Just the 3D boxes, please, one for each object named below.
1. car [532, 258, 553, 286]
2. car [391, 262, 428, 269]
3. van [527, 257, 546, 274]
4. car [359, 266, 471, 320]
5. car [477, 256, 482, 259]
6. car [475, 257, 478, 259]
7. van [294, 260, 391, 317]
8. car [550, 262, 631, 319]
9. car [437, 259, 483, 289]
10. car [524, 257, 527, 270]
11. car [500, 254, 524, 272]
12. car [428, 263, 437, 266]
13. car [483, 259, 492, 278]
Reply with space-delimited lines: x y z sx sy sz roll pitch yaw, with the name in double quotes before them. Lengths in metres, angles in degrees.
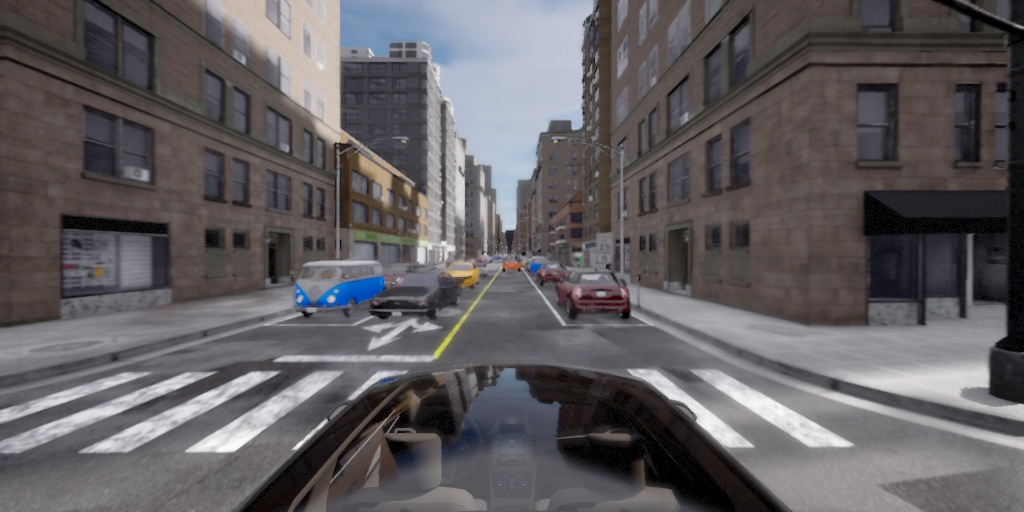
"car" 2.649 1.098 23.957 1.967 1.591 4.097 0 0 0
"car" -5.872 1.124 18.277 1.967 1.591 4.097 0 0 0
"van" 2.637 0.952 35.296 1.690 1.789 3.998 0 0 0
"car" -3.082 1.253 12.805 2.033 1.411 5.357 0 0 4
"car" -5.905 1.082 52.286 1.888 1.381 4.507 0 0 0
"car" -5.899 1.129 46.618 1.948 1.339 4.313 0 0 0
"van" -5.866 1.048 12.608 1.690 1.789 3.998 0 0 0
"car" 2.660 1.145 12.619 1.967 1.591 4.097 0 0 0
"car" -3.118 1.144 22.506 1.882 1.535 5.008 0 0 0
"car" 2.632 1.112 41.135 1.751 1.417 4.829 0 0 0
"car" -0.037 0.932 42.559 2.097 1.767 4.553 0 0 0
"car" -5.877 1.226 23.945 1.948 1.339 4.313 0 0 0
"car" -3.120 1.225 32.425 1.895 1.301 4.718 0 0 0
